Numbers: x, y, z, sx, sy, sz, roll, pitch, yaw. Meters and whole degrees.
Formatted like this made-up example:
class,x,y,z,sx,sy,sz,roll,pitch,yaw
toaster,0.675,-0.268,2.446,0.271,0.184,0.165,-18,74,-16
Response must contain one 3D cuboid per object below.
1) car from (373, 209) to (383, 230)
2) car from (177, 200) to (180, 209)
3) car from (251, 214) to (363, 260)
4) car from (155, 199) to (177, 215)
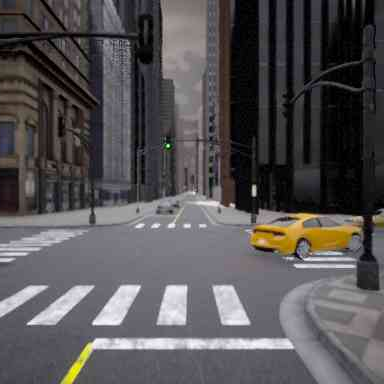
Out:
class,x,y,z,sx,sy,sz,roll,pitch,yaw
car,11.594,1.598,19.868,4.829,1.417,1.752,0,1,0
car,-3.057,1.932,54.272,1.882,1.535,5.008,0,0,0
car,4.628,1.609,13.149,5.008,1.535,1.882,0,-1,-31
car,-3.085,1.850,38.679,1.812,1.442,4.674,0,0,0
